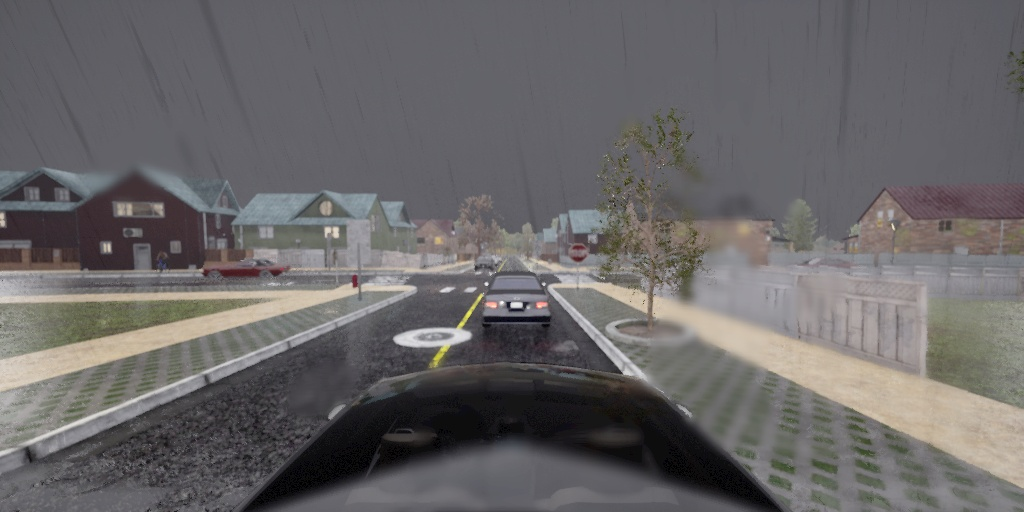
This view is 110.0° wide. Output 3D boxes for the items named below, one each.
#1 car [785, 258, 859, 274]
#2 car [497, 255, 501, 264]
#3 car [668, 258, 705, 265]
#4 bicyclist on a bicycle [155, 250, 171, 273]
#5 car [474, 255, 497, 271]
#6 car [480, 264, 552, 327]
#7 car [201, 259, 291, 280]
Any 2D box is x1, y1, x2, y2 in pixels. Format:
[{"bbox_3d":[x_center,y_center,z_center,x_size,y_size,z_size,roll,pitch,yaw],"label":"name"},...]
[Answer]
[{"bbox_3d":[22.792,0.867,26.431,4.674,1.442,1.812,0,4,6],"label":"car"},{"bbox_3d":[-2.843,0.614,47.664,1.812,1.442,4.674,0,1,0],"label":"car"},{"bbox_3d":[12.567,0.856,27.168,4.181,1.385,1.994,0,4,2],"label":"car"},{"bbox_3d":[-24.883,0.398,25.568,0.582,1.620,1.656,0,4,-16],"label":"bicyclist on a bicycle"},{"bbox_3d":[-2.849,0.722,37.650,1.837,1.490,4.892,0,1,0],"label":"car"},{"bbox_3d":[0.102,1.153,10.857,2.033,1.411,5.357,0,1,0],"label":"car"},{"bbox_3d":[-17.983,0.883,24.388,4.718,1.301,1.895,0,4,-14],"label":"car"}]
